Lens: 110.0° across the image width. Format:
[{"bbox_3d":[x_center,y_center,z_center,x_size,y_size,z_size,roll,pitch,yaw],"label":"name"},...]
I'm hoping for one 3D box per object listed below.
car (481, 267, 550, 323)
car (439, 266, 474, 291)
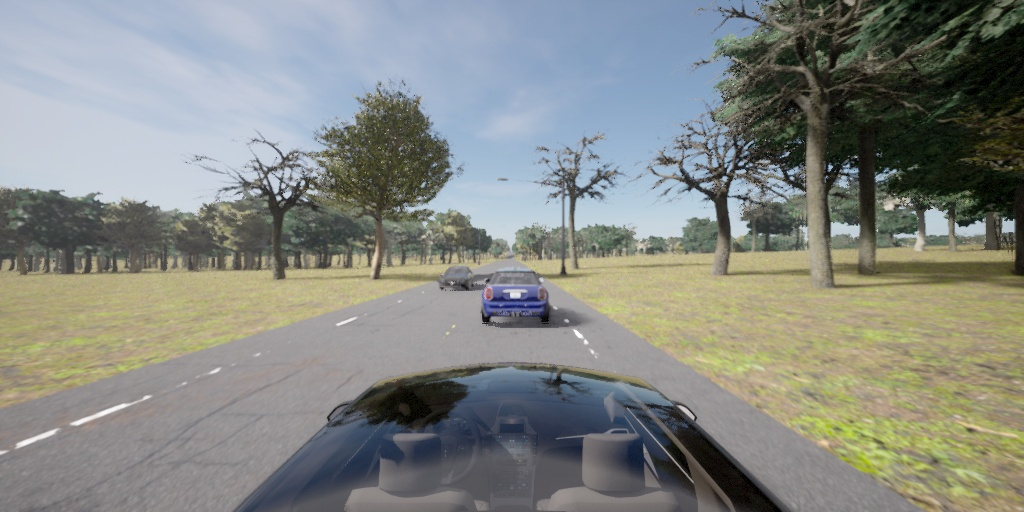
[{"bbox_3d":[0.097,1.195,12.688,2.097,1.767,4.553,0,-1,0],"label":"car"},{"bbox_3d":[-3.604,1.431,24.009,1.837,1.490,4.892,0,0,0],"label":"car"}]
